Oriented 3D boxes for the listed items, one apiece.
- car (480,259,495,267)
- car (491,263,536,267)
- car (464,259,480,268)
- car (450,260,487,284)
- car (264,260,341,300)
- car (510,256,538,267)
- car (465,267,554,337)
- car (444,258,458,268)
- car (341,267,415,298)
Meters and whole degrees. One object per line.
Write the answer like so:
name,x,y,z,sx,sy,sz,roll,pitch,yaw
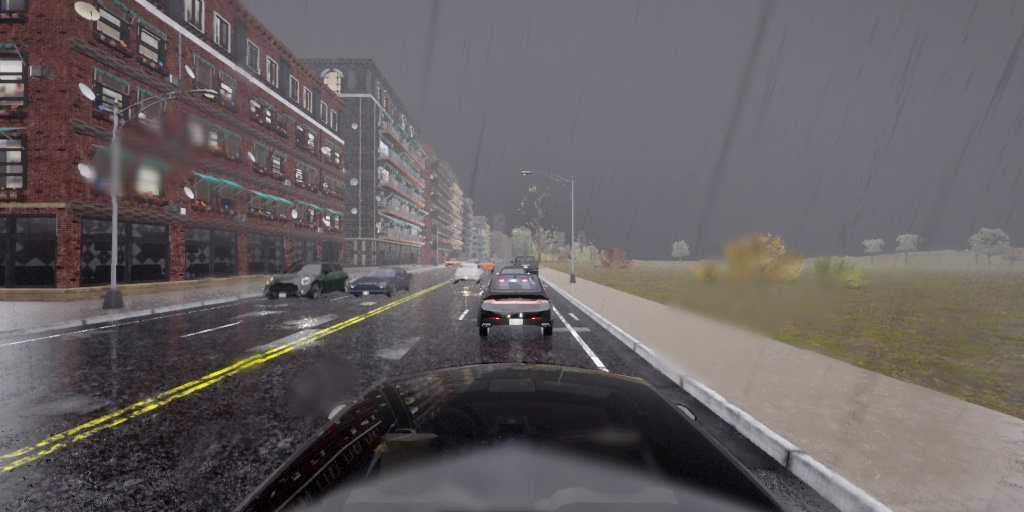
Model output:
car,-3.240,1.106,44.463,2.097,1.767,4.553,0,0,0
car,0.065,1.300,20.785,2.033,1.411,5.357,0,0,0
car,-6.701,1.299,60.548,2.033,1.411,5.357,0,0,0
car,-3.203,1.279,27.190,1.812,1.442,4.674,0,0,0
car,-9.884,1.104,17.676,2.097,1.767,4.553,0,0,0
car,1.076,0.978,30.997,2.150,2.045,5.566,0,0,0
car,0.083,1.243,10.345,2.128,1.511,4.902,0,0,0
car,-9.949,1.103,60.014,2.097,1.767,4.553,0,0,0
car,-6.637,1.300,18.935,2.033,1.411,5.357,0,0,0
